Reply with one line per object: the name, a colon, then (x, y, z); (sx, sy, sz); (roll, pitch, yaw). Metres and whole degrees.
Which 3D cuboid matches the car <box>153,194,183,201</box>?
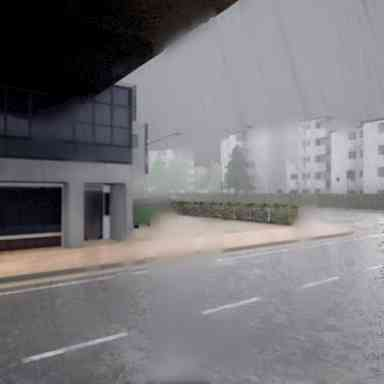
car: (-3.258, 1.238, 44.670); (2.150, 2.045, 5.566); (0, 0, -36)
